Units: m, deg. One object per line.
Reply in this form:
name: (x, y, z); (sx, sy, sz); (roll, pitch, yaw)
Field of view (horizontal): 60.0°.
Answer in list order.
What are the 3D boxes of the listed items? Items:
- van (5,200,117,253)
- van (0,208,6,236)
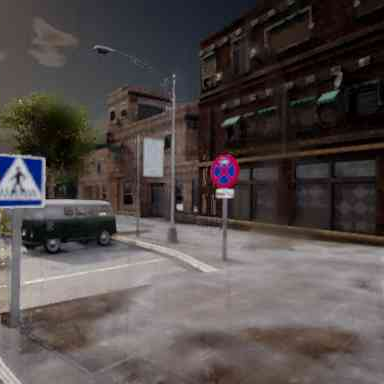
van: (-5.175, 1.365, 14.361); (1.878, 1.987, 4.442); (0, -1, 33)
van: (-6.966, 1.372, 16.769); (1.878, 1.987, 4.442); (0, -1, 33)
